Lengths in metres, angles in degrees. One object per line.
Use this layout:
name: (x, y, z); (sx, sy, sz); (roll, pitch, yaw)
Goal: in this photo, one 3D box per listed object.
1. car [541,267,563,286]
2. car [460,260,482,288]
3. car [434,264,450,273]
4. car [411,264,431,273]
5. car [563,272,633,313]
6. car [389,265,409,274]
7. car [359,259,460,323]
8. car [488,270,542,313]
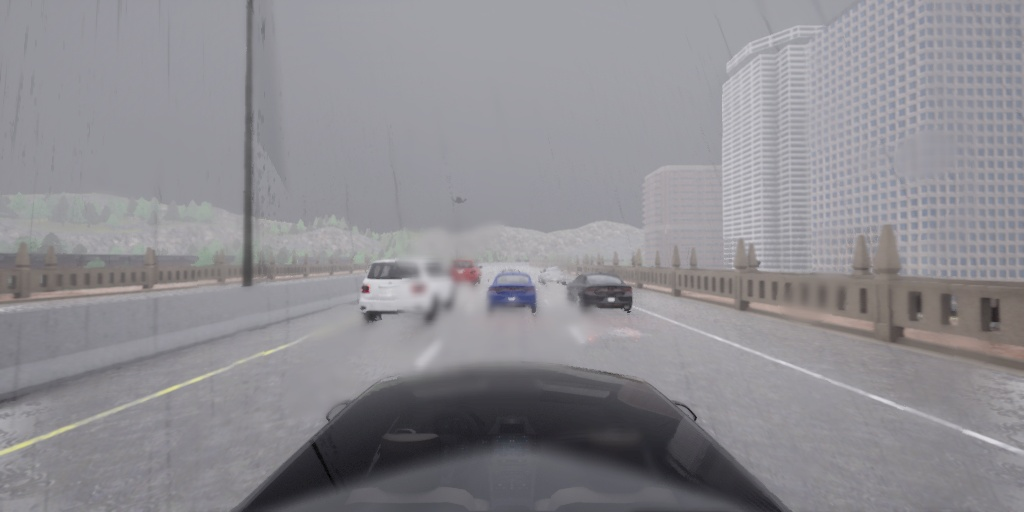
car: (3.373, 1.673, 29.890); (1.812, 1.442, 4.674); (0, -1, -1)
car: (-3.604, 1.345, 28.049); (2.150, 2.045, 5.566); (0, -1, -1)
car: (-11.562, 2.047, 59.636); (1.882, 1.535, 5.008); (0, -1, -1)
car: (-15.064, 2.060, 59.615); (2.128, 1.511, 4.902); (0, -1, -1)
car: (3.549, 1.418, 15.215); (1.882, 1.535, 5.008); (0, 0, 0)
car: (-18.541, 2.164, 59.167); (1.895, 1.301, 4.718); (0, -1, -1)
car: (-3.471, 1.132, 12.935); (2.150, 2.045, 5.566); (0, -1, 0)
car: (0.049, 1.418, 15.215); (1.882, 1.535, 5.008); (0, 0, 0)
